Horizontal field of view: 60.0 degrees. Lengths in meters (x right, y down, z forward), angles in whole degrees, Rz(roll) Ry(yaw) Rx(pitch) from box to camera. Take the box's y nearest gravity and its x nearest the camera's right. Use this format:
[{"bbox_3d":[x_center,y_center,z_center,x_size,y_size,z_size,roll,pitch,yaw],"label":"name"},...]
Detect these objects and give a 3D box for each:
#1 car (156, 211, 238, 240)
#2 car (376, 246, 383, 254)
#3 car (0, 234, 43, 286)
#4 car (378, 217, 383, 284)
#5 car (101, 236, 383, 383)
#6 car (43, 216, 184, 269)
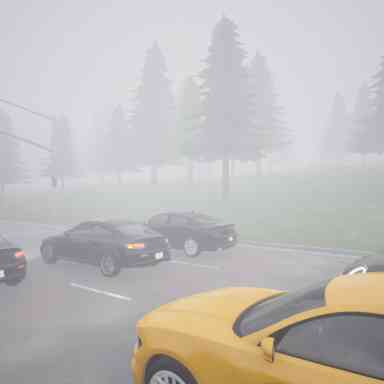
[{"bbox_3d":[-0.654,1.478,13.022,5.008,1.535,1.882,0,0,36],"label":"car"},{"bbox_3d":[4.642,1.352,4.980,4.553,1.767,2.097,0,0,36],"label":"car"},{"bbox_3d":[-5.844,1.526,8.137,4.674,1.442,1.812,0,0,36],"label":"car"},{"bbox_3d":[7.150,1.478,7.492,5.008,1.535,1.882,0,0,35],"label":"car"},{"bbox_3d":[1.655,1.478,2.812,5.008,1.535,1.882,0,0,36],"label":"car"},{"bbox_3d":[-2.739,1.526,10.210,4.674,1.442,1.812,0,0,36],"label":"car"}]
